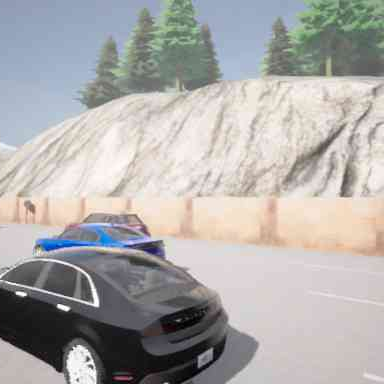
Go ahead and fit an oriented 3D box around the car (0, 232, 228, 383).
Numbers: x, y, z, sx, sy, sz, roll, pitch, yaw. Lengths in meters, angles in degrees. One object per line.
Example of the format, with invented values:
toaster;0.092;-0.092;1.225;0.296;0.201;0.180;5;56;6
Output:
car;-1.783;1.631;5.231;4.892;1.490;1.837;0;-1;37

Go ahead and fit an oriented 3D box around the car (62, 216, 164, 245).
car;-3.105;1.725;10.592;5.008;1.535;1.882;-1;-2;37

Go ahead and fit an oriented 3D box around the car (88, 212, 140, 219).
car;-4.159;1.718;15.747;4.553;1.767;2.097;-1;-2;37
